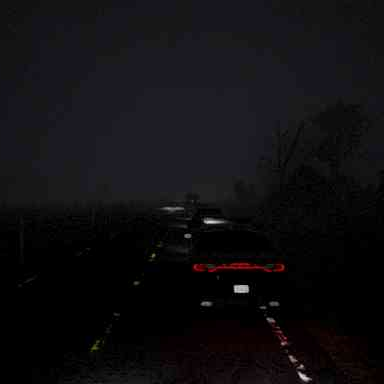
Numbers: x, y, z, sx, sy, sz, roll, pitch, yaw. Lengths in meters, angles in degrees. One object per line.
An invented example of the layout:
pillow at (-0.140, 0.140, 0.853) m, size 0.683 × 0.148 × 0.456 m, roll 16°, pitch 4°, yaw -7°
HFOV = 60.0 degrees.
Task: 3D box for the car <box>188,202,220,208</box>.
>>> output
car at (0.841, 1.508, 18.068) m, size 1.837 × 1.490 × 4.892 m, roll 0°, pitch 0°, yaw 0°

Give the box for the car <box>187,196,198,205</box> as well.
car at (0.054, 1.534, 60.575) m, size 1.882 × 1.535 × 5.008 m, roll 0°, pitch 0°, yaw 0°

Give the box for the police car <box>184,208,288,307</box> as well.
police car at (0.833, 1.426, 8.178) m, size 1.930 × 1.638 × 5.238 m, roll 0°, pitch 0°, yaw 0°

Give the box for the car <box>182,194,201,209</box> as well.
car at (0.078, 1.251, 45.961) m, size 2.150 × 2.045 × 5.566 m, roll 0°, pitch 0°, yaw 1°

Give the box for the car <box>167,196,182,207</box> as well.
car at (-2.705, 1.637, 50.663) m, size 1.895 × 1.301 × 4.718 m, roll 0°, pitch 0°, yaw 0°

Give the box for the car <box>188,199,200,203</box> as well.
car at (0.847, 1.511, 24.068) m, size 1.837 × 1.490 × 4.892 m, roll 0°, pitch 0°, yaw 0°
